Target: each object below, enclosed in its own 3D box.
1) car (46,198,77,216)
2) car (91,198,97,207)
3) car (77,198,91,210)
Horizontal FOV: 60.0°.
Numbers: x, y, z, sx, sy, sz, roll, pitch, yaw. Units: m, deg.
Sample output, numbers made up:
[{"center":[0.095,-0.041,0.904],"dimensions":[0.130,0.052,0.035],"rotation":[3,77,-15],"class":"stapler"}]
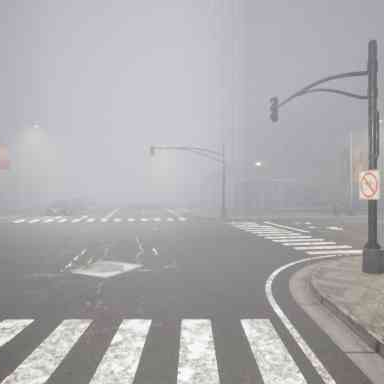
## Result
[{"center":[-13.184,1.542,33.388],"dimensions":[1.812,1.442,4.674],"rotation":[0,0,-10],"class":"car"},{"center":[-16.375,1.600,53.139],"dimensions":[1.994,1.385,4.181],"rotation":[0,0,-9],"class":"car"},{"center":[-14.783,1.503,43.294],"dimensions":[1.882,1.535,5.008],"rotation":[0,0,-9],"class":"car"}]
